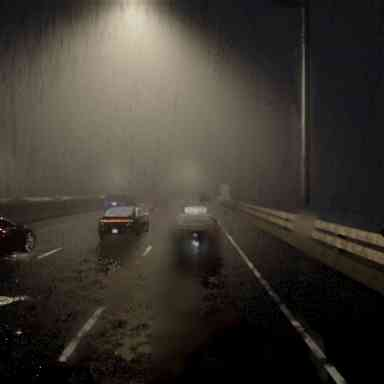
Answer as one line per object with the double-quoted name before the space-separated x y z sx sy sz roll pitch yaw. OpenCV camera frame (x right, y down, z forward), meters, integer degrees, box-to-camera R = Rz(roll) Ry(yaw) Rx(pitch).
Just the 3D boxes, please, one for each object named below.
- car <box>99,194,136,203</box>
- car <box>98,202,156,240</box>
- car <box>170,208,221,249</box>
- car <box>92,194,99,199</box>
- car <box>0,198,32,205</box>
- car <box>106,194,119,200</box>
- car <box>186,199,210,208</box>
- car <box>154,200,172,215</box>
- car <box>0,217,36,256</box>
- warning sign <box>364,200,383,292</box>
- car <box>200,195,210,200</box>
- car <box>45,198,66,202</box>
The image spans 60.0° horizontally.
"car" -6.598 1.189 31.104 2.150 2.045 5.566 0 0 1
"car" -3.306 1.469 16.822 2.128 1.511 4.902 0 0 1
"car" 0.166 1.581 14.297 1.895 1.301 4.718 0 0 1
"car" -22.583 1.228 80.588 1.882 1.535 5.008 0 0 3
"car" -20.620 1.471 39.081 1.837 1.490 4.892 0 0 1
"car" -19.087 1.272 80.424 1.812 1.442 4.674 0 0 3
"car" 0.388 1.567 30.344 1.895 1.301 4.718 0 0 1
"car" -3.057 1.491 33.062 1.812 1.442 4.674 0 0 1
"car" -6.876 1.491 10.716 1.837 1.490 4.892 0 1 1
"warning sign" 4.553 1.105 6.970 1.300 1.860 1.060 -1 -1 0
"car" 2.555 1.308 66.463 2.097 1.767 4.553 0 0 2
"car" -17.050 1.455 41.751 2.128 1.511 4.902 0 0 2
